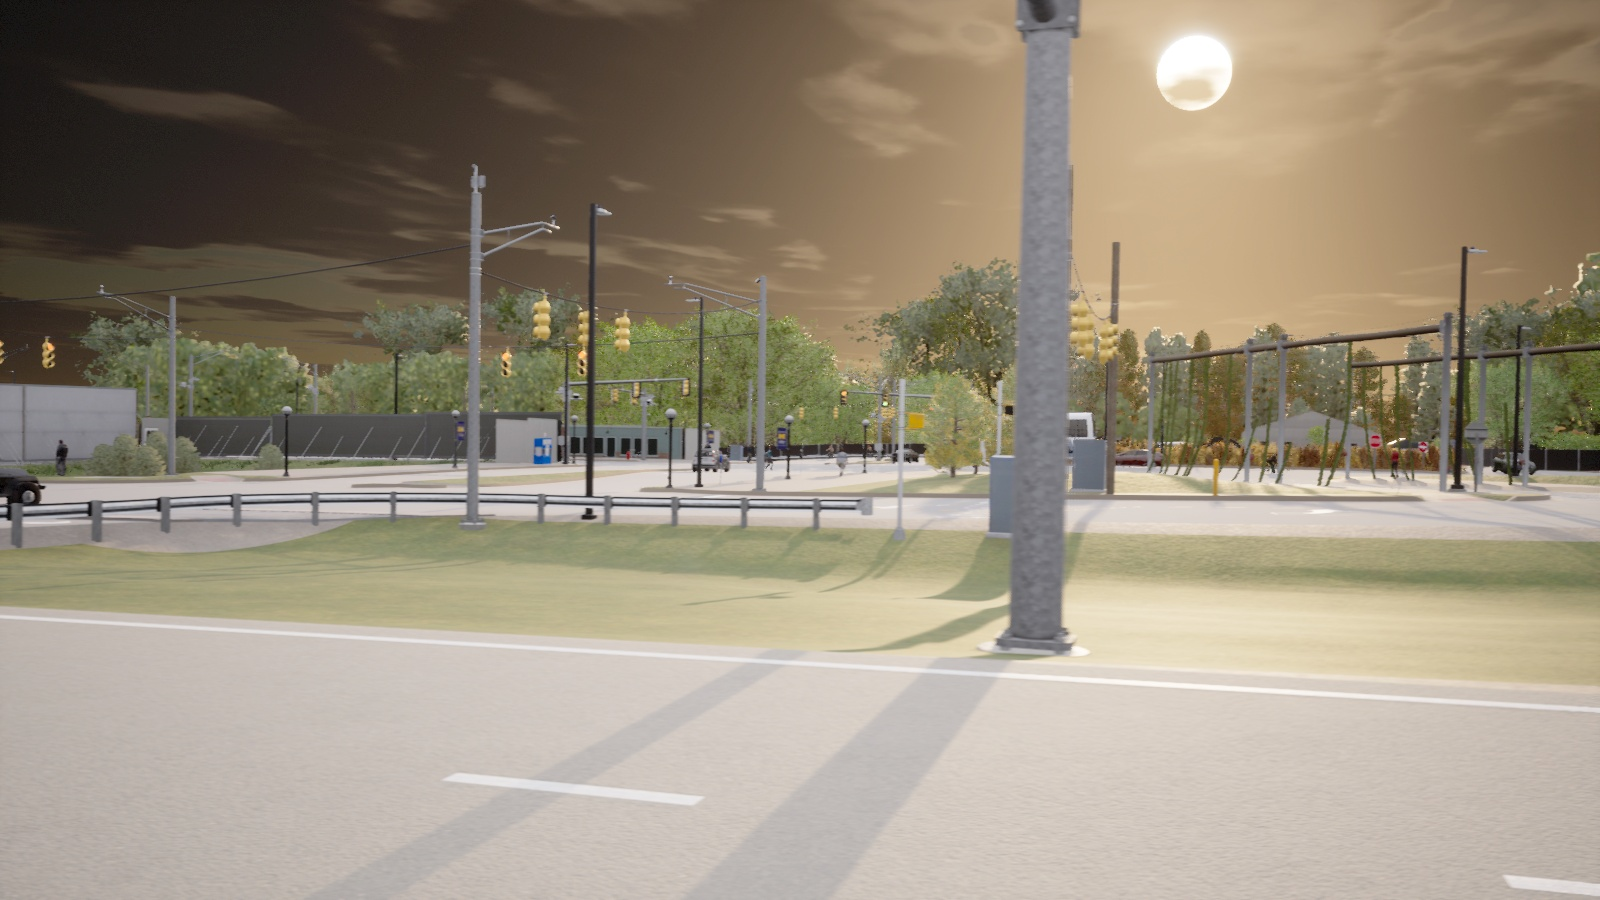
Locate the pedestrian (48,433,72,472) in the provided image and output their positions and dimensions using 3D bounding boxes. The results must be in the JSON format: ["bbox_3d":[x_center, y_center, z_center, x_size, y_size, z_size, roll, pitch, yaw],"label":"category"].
[{"bbox_3d":[-36.755,0.105,62.369,0.849,1.883,0.563,2,1,18],"label":"pedestrian"}]

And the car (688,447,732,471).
[{"bbox_3d":[-6.208,0.643,87.311,1.851,1.617,3.988,1,0,14],"label":"car"}]

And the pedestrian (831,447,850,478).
[{"bbox_3d":[2.510,0.751,77.560,0.874,1.855,0.900,2,1,18],"label":"pedestrian"}]

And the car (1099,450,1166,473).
[{"bbox_3d":[25.243,0.858,95.306,4.792,1.488,2.163,2,2,18],"label":"car"}]

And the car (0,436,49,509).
[{"bbox_3d":[-21.865,0.587,32.474,1.905,1.878,3.866,1,1,19],"label":"car"}]
